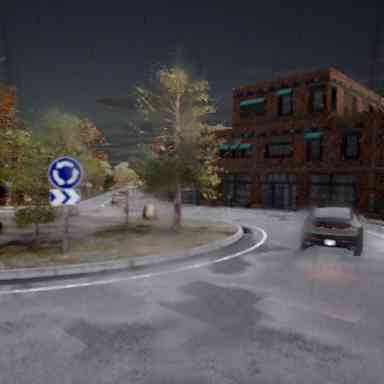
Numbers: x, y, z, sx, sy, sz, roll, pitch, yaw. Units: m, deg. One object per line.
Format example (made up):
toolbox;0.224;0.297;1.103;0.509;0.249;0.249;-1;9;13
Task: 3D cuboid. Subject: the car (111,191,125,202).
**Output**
car;-9.845;0.826;44.922;2.128;1.511;4.902;0;1;-13

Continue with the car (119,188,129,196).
car;-15.832;-0.120;77.375;2.097;1.767;4.553;0;2;-9

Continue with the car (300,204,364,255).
car;5.085;1.204;12.153;1.837;1.490;4.892;3;2;23
